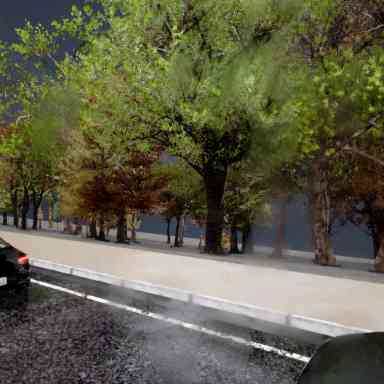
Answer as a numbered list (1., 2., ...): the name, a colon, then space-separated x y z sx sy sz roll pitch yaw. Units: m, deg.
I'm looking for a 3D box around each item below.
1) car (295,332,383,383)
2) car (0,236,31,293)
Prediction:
1. car: 2.630 1.564 1.810 4.181 1.385 1.994 0 0 35
2. car: -5.487 1.524 7.556 4.674 1.442 1.812 0 0 35
